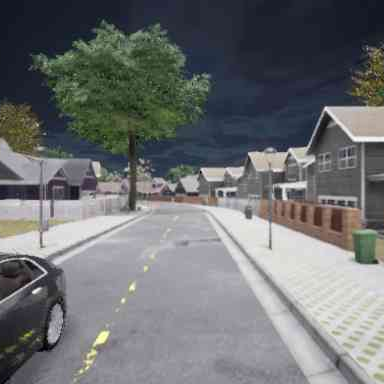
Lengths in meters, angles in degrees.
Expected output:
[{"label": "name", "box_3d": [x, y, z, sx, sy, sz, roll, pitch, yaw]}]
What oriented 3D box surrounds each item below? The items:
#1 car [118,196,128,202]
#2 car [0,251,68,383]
[{"label": "car", "box_3d": [-18.707, 1.847, 89.627, 1.812, 1.442, 4.674, 0, 0, -33]}, {"label": "car", "box_3d": [-2.849, 1.495, 3.350, 1.837, 1.490, 4.892, 0, 0, 0]}]
